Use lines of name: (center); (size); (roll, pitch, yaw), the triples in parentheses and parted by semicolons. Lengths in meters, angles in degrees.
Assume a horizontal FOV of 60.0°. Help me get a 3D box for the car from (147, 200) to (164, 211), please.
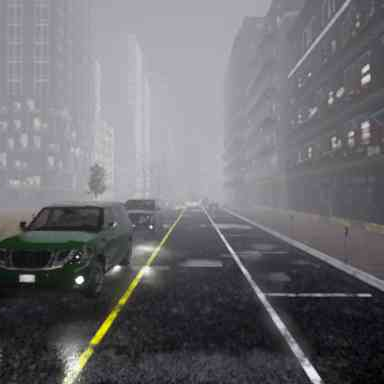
car: (-5.321, 1.962, 48.819); (2.008, 1.369, 4.403); (0, -1, 0)

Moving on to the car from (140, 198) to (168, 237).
car: (-2.944, 1.379, 19.670); (2.150, 2.045, 5.566); (0, -1, 1)

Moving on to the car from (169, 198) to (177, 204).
car: (-5.016, 2.366, 87.544); (1.802, 1.307, 4.206); (0, -1, 0)

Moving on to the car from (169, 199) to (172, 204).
car: (-5.234, 2.065, 59.883); (2.008, 1.369, 4.403); (0, -1, 0)

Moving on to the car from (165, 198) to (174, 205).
car: (-5.104, 2.197, 76.310); (1.752, 1.417, 4.829); (0, -1, 0)

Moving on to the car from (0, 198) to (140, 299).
car: (-3.043, 1.287, 8.990); (2.150, 2.045, 5.566); (0, 0, 1)

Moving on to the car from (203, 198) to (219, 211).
car: (3.059, 1.994, 48.752); (2.008, 1.369, 4.403); (0, -1, 0)

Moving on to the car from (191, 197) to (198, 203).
car: (0.688, 2.160, 88.955); (1.812, 1.442, 4.674); (0, -1, 0)

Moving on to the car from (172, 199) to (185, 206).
car: (-2.469, 2.122, 69.397); (2.128, 1.511, 4.902); (0, -1, 0)

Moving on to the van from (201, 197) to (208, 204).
van: (3.365, 2.158, 87.479); (1.690, 1.788, 3.998); (0, -1, 0)

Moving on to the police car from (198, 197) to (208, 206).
police car: (2.901, 2.064, 69.664); (1.930, 1.638, 5.238); (0, -1, 0)

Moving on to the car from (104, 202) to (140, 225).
car: (-5.496, 1.650, 26.690); (1.967, 1.590, 4.097); (0, -1, 0)

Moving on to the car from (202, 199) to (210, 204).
car: (3.320, 2.343, 81.945); (1.802, 1.307, 4.206); (0, -1, 0)

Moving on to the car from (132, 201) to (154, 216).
car: (-5.409, 1.833, 37.585); (1.752, 1.417, 4.829); (0, -1, 0)

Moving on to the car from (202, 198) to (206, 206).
car: (3.103, 2.045, 54.285); (2.008, 1.369, 4.403); (0, -1, 0)
